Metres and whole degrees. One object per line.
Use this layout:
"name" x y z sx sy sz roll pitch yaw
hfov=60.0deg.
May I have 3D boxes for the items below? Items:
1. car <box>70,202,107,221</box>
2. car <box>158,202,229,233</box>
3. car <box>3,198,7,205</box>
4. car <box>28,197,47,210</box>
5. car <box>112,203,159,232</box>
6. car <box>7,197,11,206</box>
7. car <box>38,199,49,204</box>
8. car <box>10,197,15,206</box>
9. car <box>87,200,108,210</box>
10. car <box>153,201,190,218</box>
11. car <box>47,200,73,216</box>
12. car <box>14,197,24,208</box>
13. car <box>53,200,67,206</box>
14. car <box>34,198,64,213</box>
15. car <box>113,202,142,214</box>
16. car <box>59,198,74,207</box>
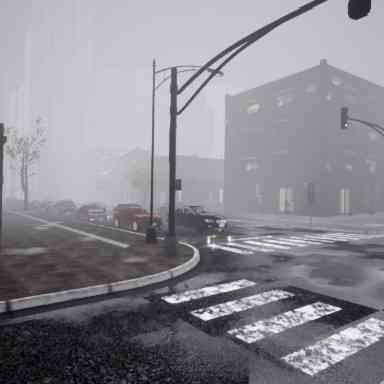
"car" -8.585 1.730 28.207 1.802 1.307 4.206 1 -1 -35
"car" 0.246 1.593 20.335 2.128 1.511 4.902 1 -1 -35
"car" -38.444 1.931 71.143 2.192 1.841 5.009 1 -1 -35
"car" -22.719 1.891 48.545 1.752 1.417 4.829 1 -1 -35
"car" -3.426 1.616 20.831 1.887 1.381 4.507 1 -1 -35
"car" -35.274 2.131 66.605 1.947 1.339 4.313 1 -1 -35
"car" -38.014 2.403 85.147 1.752 1.417 4.829 1 -1 -35
"car" -32.103 2.081 62.071 1.947 1.339 4.313 1 -1 -35
"car" -14.822 2.039 52.098 1.752 1.417 4.829 1 -1 -35
"car" -2.135 1.762 34.060 1.967 1.590 4.097 1 -1 -35
"car" -13.742 1.792 35.584 1.947 1.339 4.313 1 -1 -35
"car" -29.114 2.013 57.784 1.887 1.381 4.507 1 -1 -35
"car" -28.405 2.307 71.404 1.802 1.307 4.206 1 -1 -35
"car" -18.042 1.843 41.784 2.008 1.369 4.403 1 -1 -35
"car" -8.340 1.966 42.921 2.008 1.369 4.403 1 -1 -35
"car" -25.235 2.115 66.871 1.967 1.590 4.097 1 -1 -35
